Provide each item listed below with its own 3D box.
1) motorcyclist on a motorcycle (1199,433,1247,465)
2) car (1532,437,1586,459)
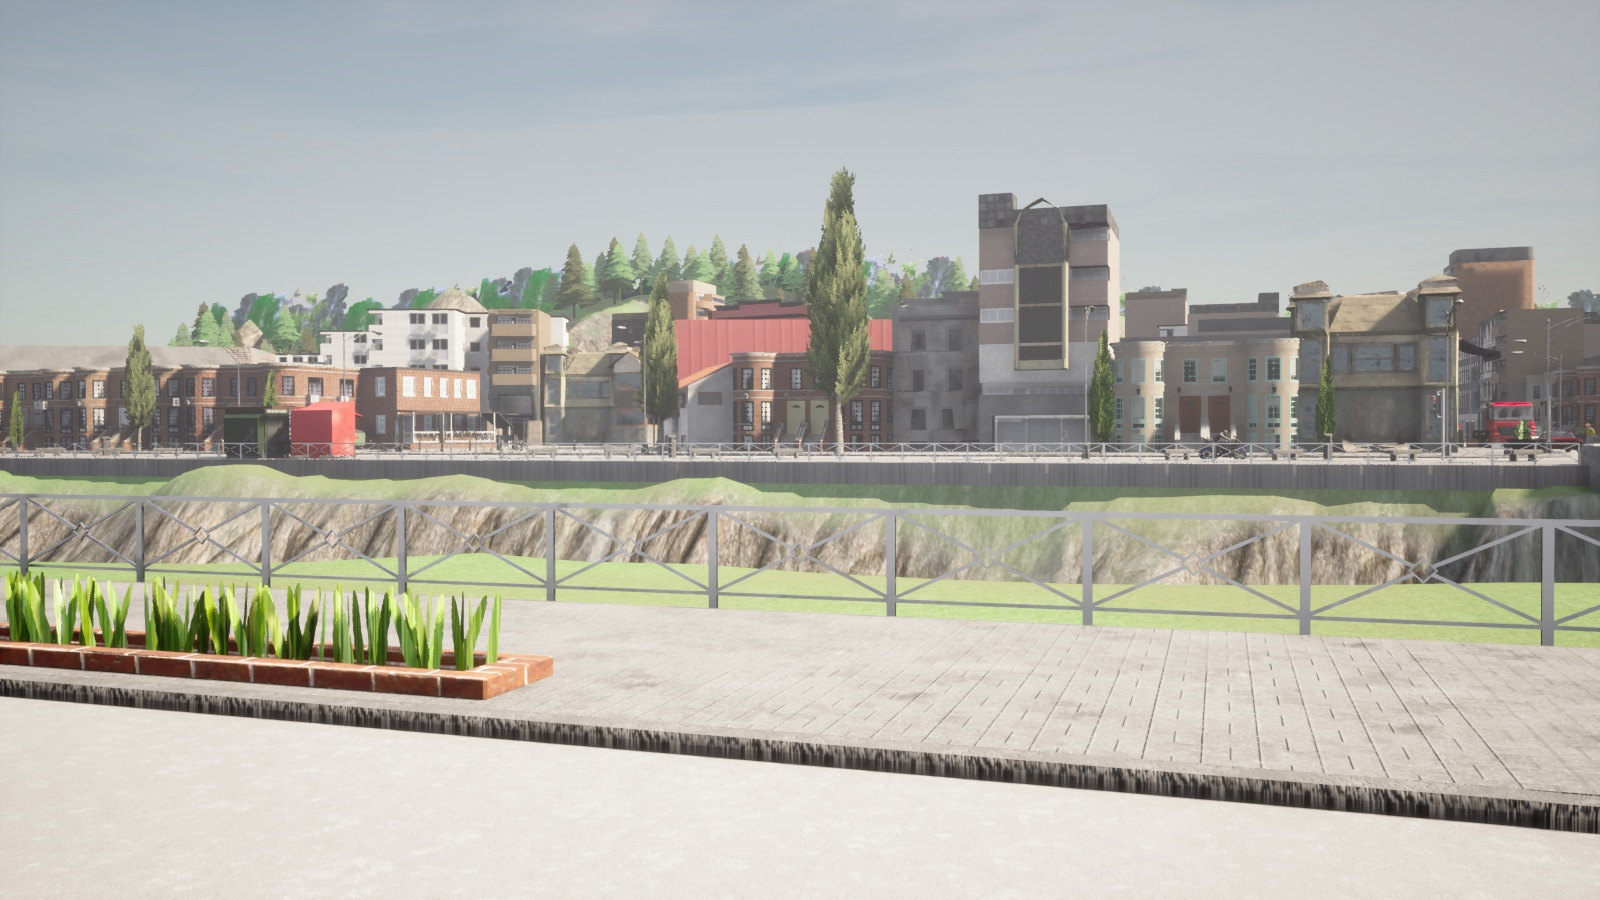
[{"bbox_3d":[20.822,-0.050,61.831,2.191,1.530,0.866,1,1,19],"label":"motorcyclist on a motorcycle"},{"bbox_3d":[47.006,-0.143,77.846,1.895,1.301,4.718,1,1,19],"label":"car"}]
